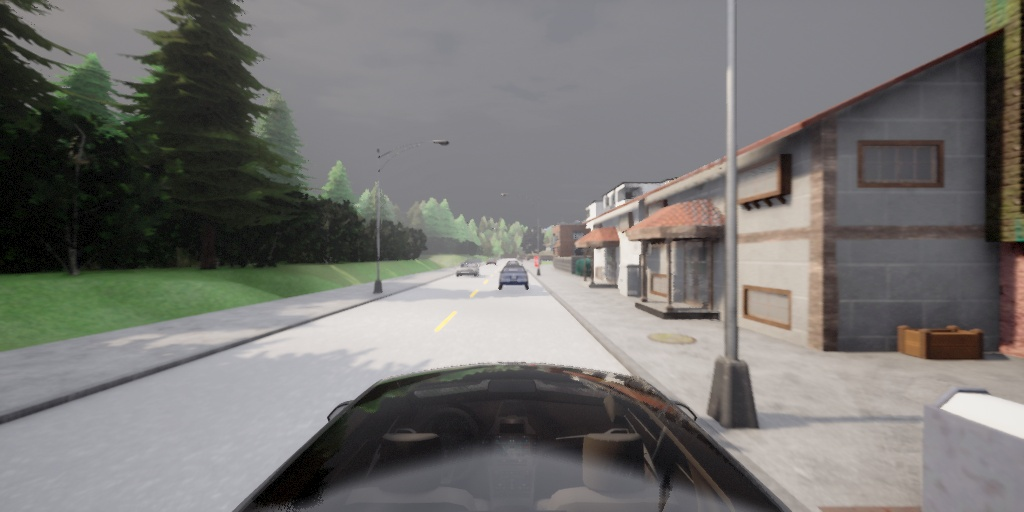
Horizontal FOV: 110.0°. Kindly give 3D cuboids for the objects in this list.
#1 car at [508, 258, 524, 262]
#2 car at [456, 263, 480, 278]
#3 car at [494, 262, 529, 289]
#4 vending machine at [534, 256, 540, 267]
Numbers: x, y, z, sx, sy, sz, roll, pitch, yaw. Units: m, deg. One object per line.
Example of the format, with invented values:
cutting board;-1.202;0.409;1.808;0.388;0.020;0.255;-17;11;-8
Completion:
car;0.101;1.286;47.144;2.033;1.411;5.357;0;0;0
car;-4.090;1.343;33.676;1.895;1.301;4.718;0;0;0
car;0.107;1.292;23.193;2.033;1.411;5.357;0;0;0
vending machine;4.295;0.930;61.363;1.100;2.100;0.880;0;0;0
